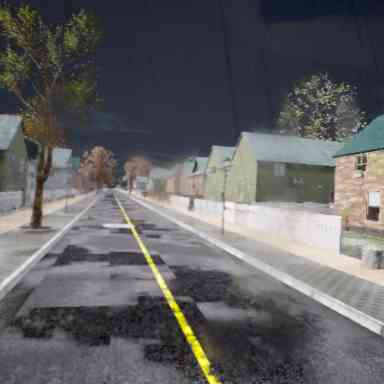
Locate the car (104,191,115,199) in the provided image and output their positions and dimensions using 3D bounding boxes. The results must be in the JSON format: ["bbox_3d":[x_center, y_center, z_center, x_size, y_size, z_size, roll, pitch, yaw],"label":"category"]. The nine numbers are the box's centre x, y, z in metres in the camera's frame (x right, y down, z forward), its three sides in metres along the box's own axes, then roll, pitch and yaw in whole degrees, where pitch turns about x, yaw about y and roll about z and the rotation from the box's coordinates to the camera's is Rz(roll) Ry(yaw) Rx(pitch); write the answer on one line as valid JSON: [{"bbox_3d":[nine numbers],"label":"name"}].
[{"bbox_3d":[-15.686,0.560,63.551,2.033,1.411,5.357,3,0,-14],"label":"car"}]
